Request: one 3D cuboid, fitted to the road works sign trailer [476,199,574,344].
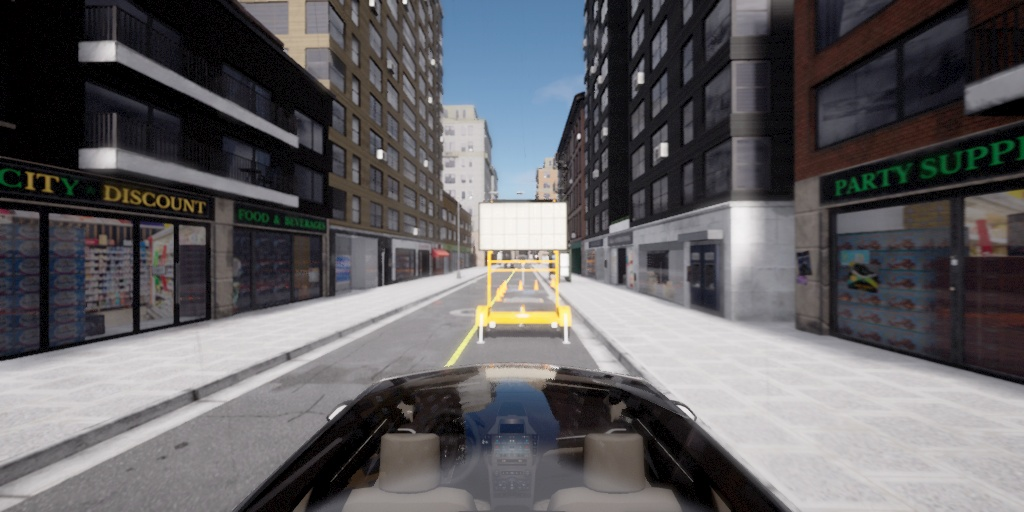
[{"bbox_3d":[0.312,0.265,9.793,2.380,3.560,2.880,0,0,2],"label":"road works sign trailer"}]
